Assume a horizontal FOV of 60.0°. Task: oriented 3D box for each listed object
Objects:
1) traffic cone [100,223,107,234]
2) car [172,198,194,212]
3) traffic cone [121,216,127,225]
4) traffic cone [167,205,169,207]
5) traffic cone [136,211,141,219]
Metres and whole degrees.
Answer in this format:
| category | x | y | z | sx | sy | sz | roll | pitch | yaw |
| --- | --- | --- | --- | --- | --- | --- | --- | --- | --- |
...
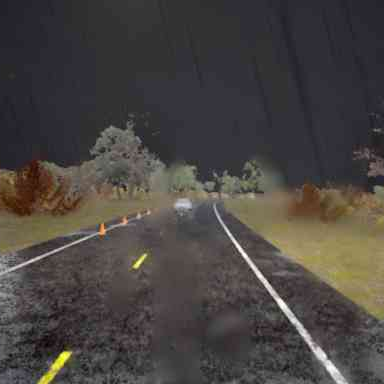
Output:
| category | x | y | z | sx | sy | sz | roll | pitch | yaw |
| --- | --- | --- | --- | --- | --- | --- | --- | --- | --- |
| traffic cone | -4.689 | 1.914 | 17.428 | 0.340 | 0.580 | 0.340 | 0 | 0 | 1 |
| car | -0.924 | 1.462 | 37.144 | 1.812 | 1.442 | 4.674 | 0 | 0 | 3 |
| traffic cone | -4.558 | 1.903 | 22.447 | 0.340 | 0.580 | 0.340 | 0 | 0 | 2 |
| traffic cone | -3.425 | 1.907 | 47.521 | 0.340 | 0.580 | 0.340 | 0 | 0 | 3 |
| traffic cone | -4.394 | 1.893 | 27.464 | 0.340 | 0.580 | 0.340 | 0 | 0 | 2 |
